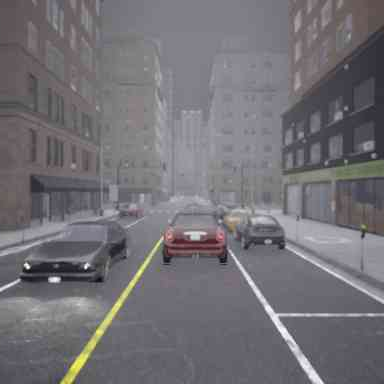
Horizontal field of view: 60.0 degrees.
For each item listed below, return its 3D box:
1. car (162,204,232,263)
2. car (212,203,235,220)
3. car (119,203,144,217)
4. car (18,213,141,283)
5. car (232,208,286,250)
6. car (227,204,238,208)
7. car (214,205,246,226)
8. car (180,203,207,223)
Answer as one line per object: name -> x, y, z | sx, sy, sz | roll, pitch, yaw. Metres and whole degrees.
car -> 0.102, 1.432, 12.386 | 2.097, 1.767, 4.553 | 0, 0, 0
car -> 2.876, 1.781, 31.464 | 1.802, 1.307, 4.206 | -1, 0, 0
car -> -5.669, 1.742, 31.465 | 1.887, 1.381, 4.507 | -1, 0, 0
car -> -3.098, 1.614, 10.159 | 2.033, 1.411, 5.357 | 0, 0, 0
car -> 2.868, 1.647, 14.707 | 2.008, 1.369, 4.403 | -1, 0, 0
car -> 2.870, 1.657, 20.463 | 1.752, 1.417, 4.829 | -1, 0, 0
car -> 2.873, 1.731, 25.879 | 1.947, 1.339, 4.313 | -1, 0, 0
car -> 0.106, 1.726, 28.187 | 2.033, 1.411, 5.357 | 0, 0, 0
